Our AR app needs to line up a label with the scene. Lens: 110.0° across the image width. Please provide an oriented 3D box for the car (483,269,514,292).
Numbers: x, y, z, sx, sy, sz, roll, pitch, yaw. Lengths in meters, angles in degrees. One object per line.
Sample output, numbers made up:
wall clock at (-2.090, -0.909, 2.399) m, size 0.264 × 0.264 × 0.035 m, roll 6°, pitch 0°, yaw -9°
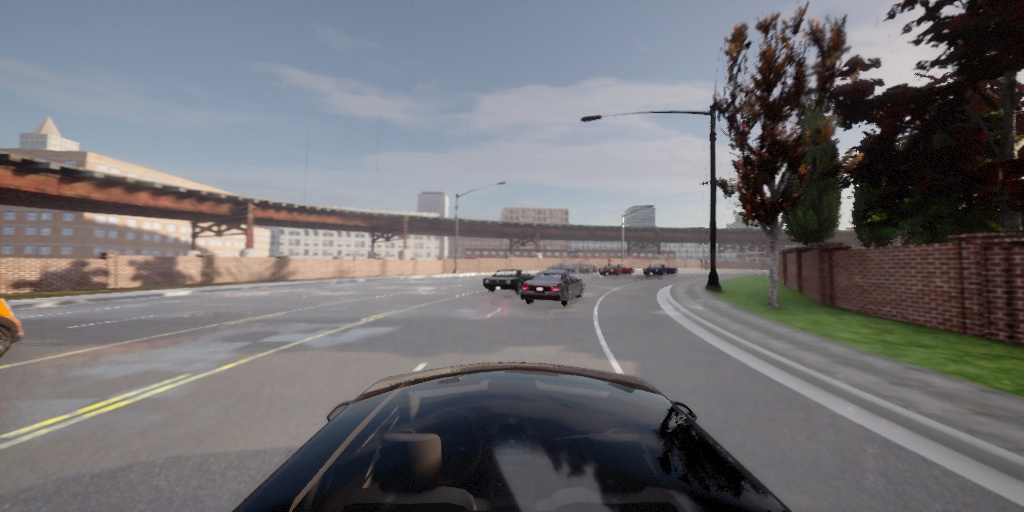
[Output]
car at (0.161, 1.429, 21.224) m, size 1.895 × 1.301 × 4.718 m, roll 0°, pitch 0°, yaw 24°

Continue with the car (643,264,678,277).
car at (15.861, 1.521, 38.141) m, size 4.718 × 1.301 × 1.895 m, roll 0°, pitch -1°, yaw -43°

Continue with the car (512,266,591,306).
car at (2.007, 1.356, 16.408) m, size 2.033 × 1.411 × 5.357 m, roll 0°, pitch 0°, yaw 21°

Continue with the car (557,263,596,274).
car at (8.459, 1.594, 45.041) m, size 5.357 × 1.411 × 2.033 m, roll 1°, pitch -1°, yaw -42°

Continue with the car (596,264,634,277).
car at (11.379, 1.554, 38.691) m, size 1.895 × 1.301 × 4.718 m, roll -1°, pitch -1°, yaw 44°

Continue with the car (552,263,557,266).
car at (6.303, 1.655, 47.675) m, size 4.181 × 1.385 × 1.994 m, roll 1°, pitch -1°, yaw -42°

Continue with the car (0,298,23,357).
car at (-10.439, 1.008, 4.789) m, size 2.097 × 1.767 × 4.553 m, roll 1°, pitch 0°, yaw 3°
